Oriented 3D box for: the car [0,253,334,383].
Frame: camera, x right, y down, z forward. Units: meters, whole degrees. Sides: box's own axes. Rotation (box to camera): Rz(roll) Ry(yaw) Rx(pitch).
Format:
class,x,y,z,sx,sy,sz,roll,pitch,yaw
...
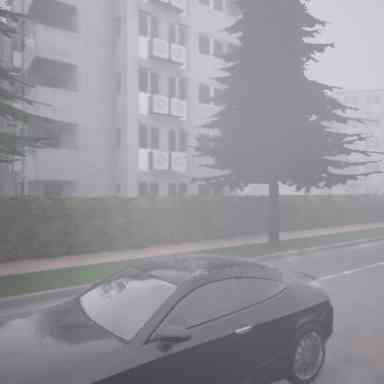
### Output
class,x,y,z,sx,sy,sz,roll,pitch,yaw
car,-0.217,1.523,3.822,4.674,1.442,1.812,0,0,-36
